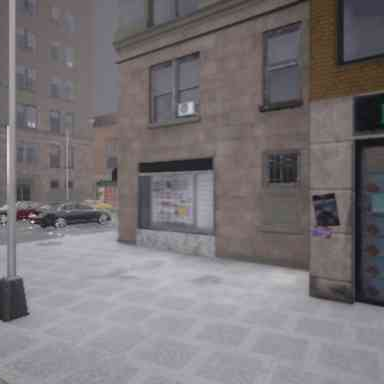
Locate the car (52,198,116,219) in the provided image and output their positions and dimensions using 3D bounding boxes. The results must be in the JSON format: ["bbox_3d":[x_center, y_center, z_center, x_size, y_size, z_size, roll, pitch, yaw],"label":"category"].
[{"bbox_3d":[-8.701,1.248,27.225,1.752,1.417,4.829,1,1,36],"label":"car"}]

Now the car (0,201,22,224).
[{"bbox_3d":[-11.823,1.318,22.915,1.887,1.381,4.507,1,1,36],"label":"car"}]

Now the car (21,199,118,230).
[{"bbox_3d":[-7.006,1.312,19.590,1.837,1.490,4.892,0,1,36],"label":"car"}]

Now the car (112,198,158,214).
[{"bbox_3d":[-5.379,1.250,31.812,1.802,1.307,4.206,1,1,36],"label":"car"}]
